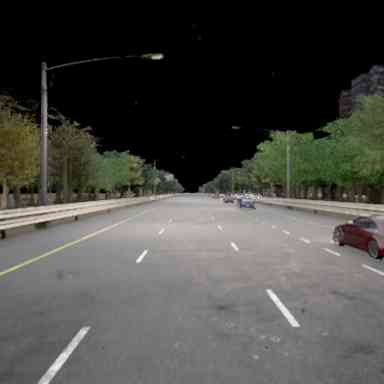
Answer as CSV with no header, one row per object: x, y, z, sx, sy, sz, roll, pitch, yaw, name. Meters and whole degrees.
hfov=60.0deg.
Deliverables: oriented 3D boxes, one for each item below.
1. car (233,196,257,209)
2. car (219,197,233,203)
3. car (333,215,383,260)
7.087,1.547,44.434,1.812,1.442,4.674,0,0,0,car
7.166,1.620,66.771,1.895,1.301,4.718,0,0,0,car
7.005,1.571,12.544,1.994,1.385,4.181,0,0,0,car
